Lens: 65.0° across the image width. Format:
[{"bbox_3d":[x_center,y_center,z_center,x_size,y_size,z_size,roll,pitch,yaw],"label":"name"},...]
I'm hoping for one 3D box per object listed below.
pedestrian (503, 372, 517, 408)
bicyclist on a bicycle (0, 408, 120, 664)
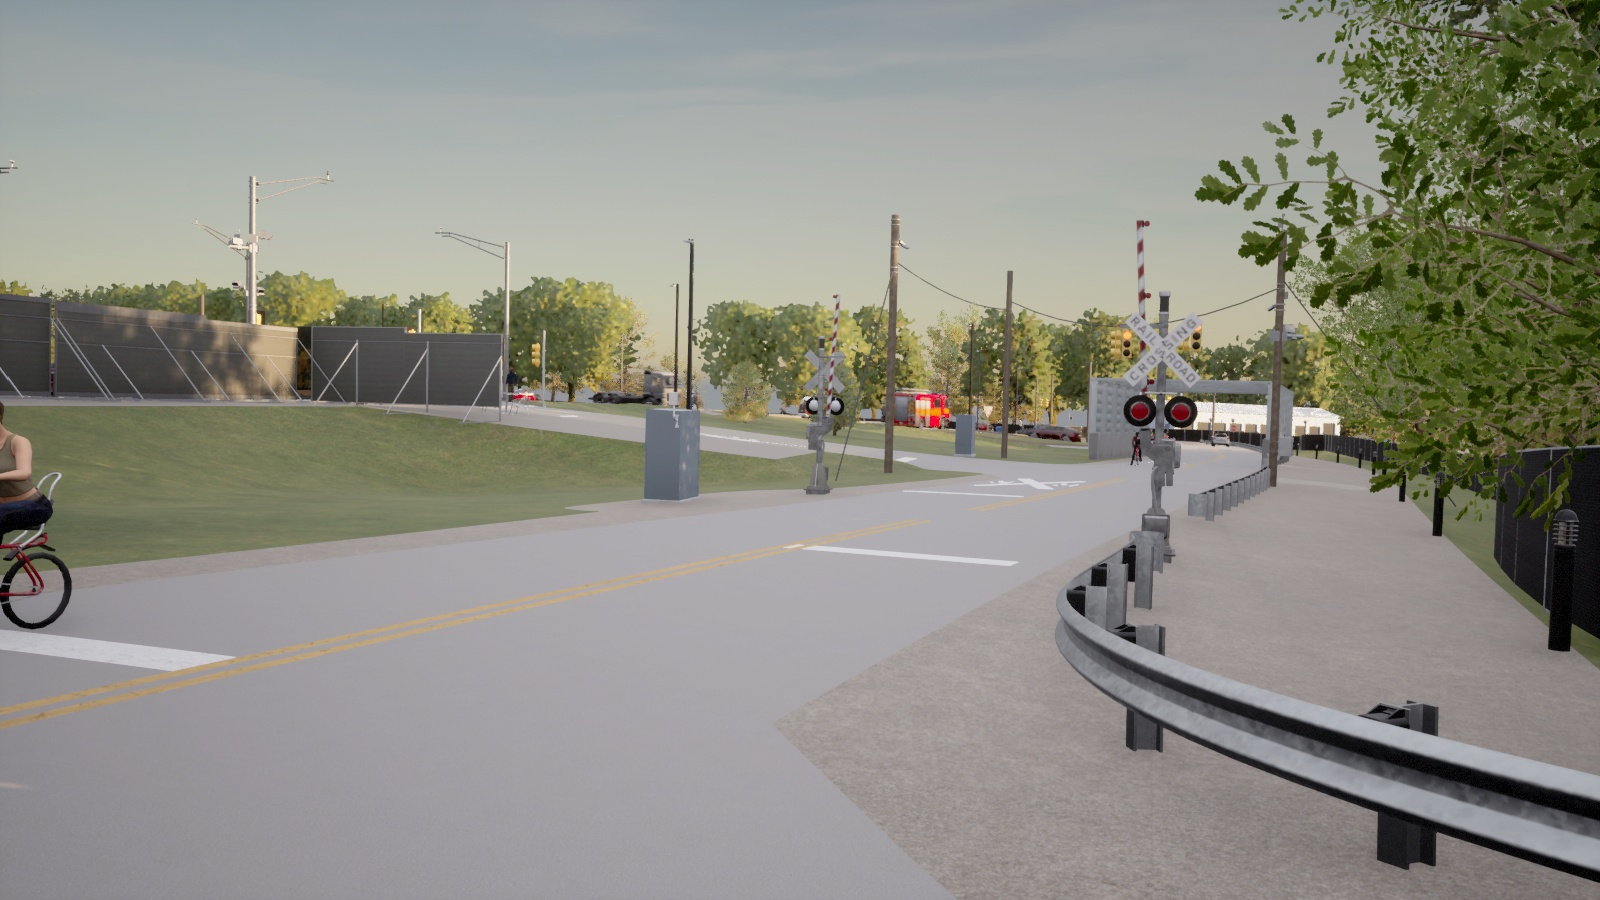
[{"bbox_3d":[-15.083,-3.133,65.259,0.402,1.842,0.726,1,3,17],"label":"pedestrian"},{"bbox_3d":[-5.396,0.536,8.177,0.866,1.612,1.509,1,1,19],"label":"bicyclist on a bicycle"}]
